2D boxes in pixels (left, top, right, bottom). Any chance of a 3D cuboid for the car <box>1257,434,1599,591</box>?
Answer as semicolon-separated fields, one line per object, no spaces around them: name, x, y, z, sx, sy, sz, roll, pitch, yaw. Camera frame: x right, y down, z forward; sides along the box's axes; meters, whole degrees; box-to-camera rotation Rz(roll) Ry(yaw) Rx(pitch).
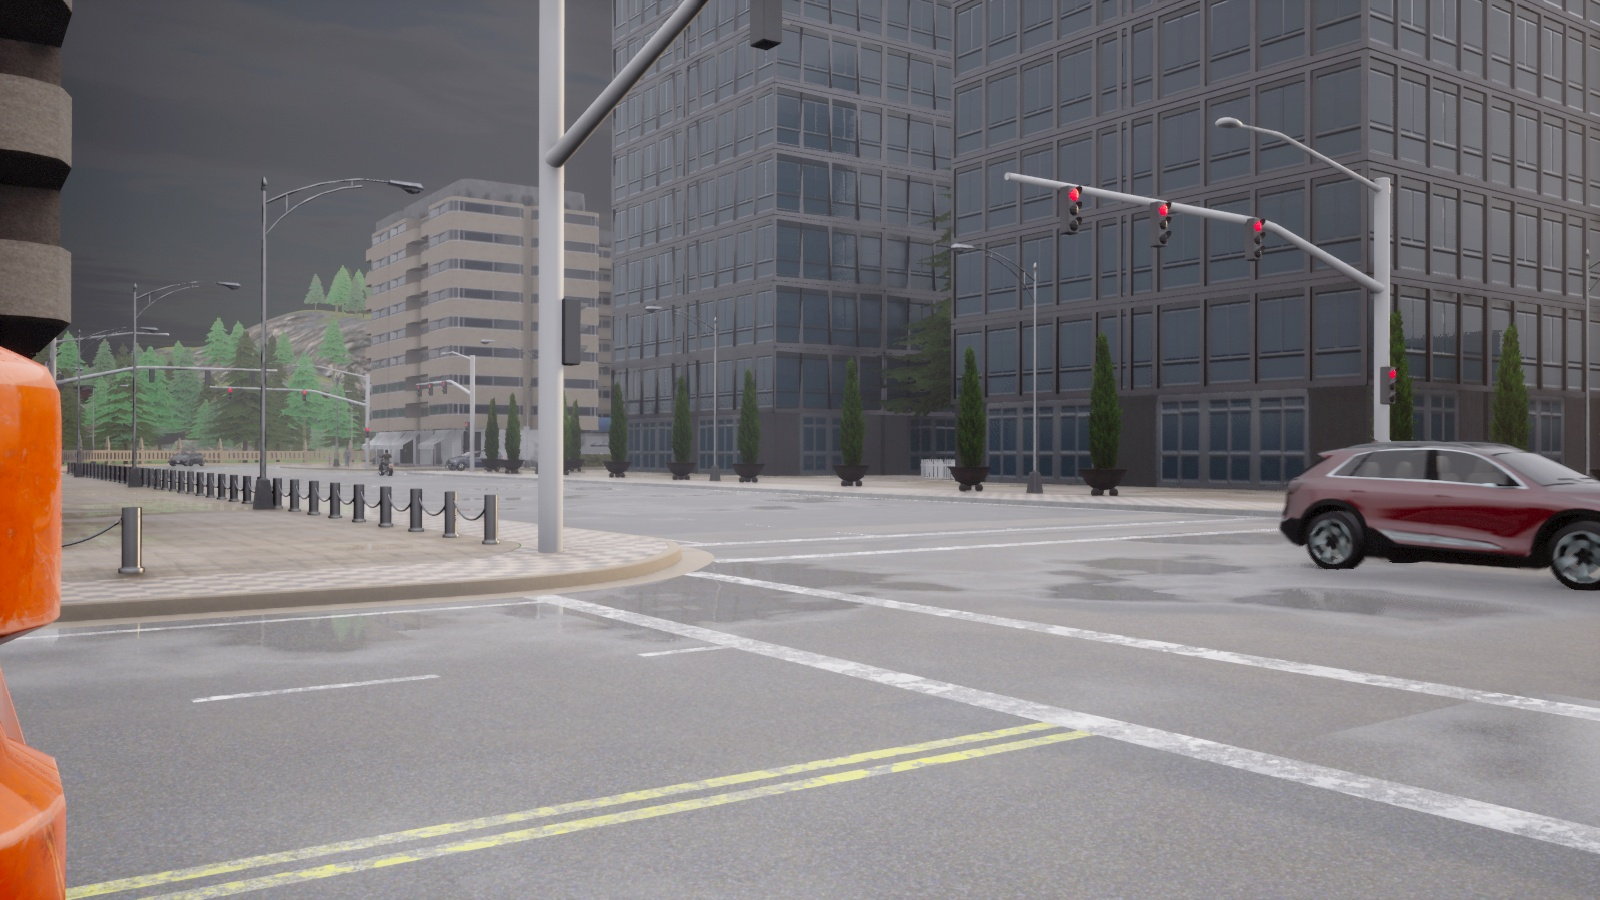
car;8.278;0.665;15.185;2.033;1.649;4.856;0;0;-36

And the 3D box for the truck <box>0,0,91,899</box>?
truck;-4.853;-0.226;0.292;7.936;3.462;2.891;0;0;-35

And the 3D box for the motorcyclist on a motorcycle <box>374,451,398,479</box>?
motorcyclist on a motorcycle;-24.902;0.877;75.473;0.766;1.649;2.350;0;0;-34
